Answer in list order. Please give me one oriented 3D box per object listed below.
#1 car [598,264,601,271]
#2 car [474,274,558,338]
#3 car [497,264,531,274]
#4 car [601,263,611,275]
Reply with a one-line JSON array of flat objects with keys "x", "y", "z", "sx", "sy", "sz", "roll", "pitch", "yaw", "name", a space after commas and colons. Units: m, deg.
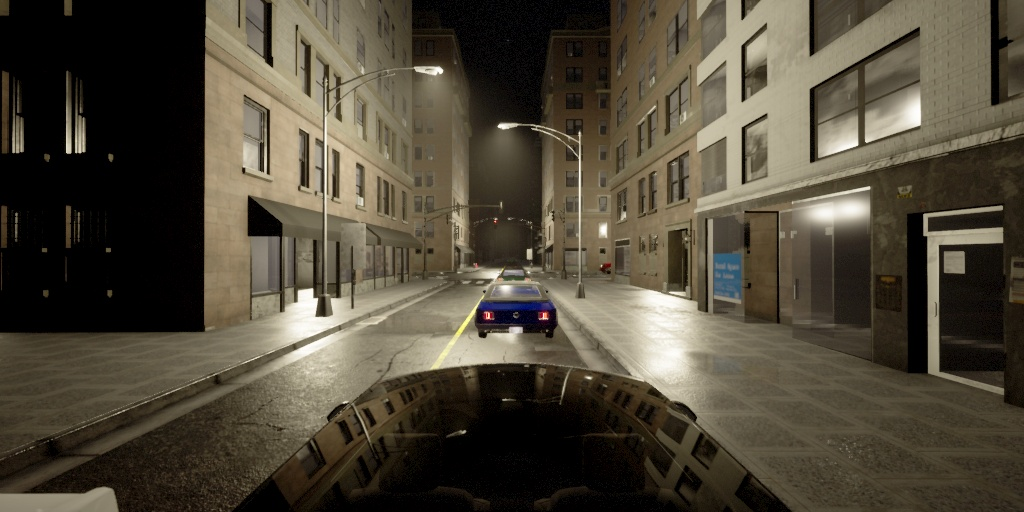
[{"x": 12.256, "y": 1.102, "z": 39.928, "sx": 5.009, "sy": 1.841, "sz": 2.192, "roll": 0, "pitch": 0, "yaw": 0, "name": "car"}, {"x": 0.099, "y": 1.352, "z": 10.142, "sx": 1.895, "sy": 1.301, "sz": 4.718, "roll": 0, "pitch": 0, "yaw": 0, "name": "car"}, {"x": 0.092, "y": 1.321, "z": 20.032, "sx": 1.994, "sy": 1.385, "sz": 4.181, "roll": 0, "pitch": 0, "yaw": 0, "name": "car"}, {"x": 12.444, "y": 1.324, "z": 37.395, "sx": 5.357, "sy": 1.411, "sz": 2.033, "roll": 0, "pitch": 0, "yaw": 0, "name": "car"}]
